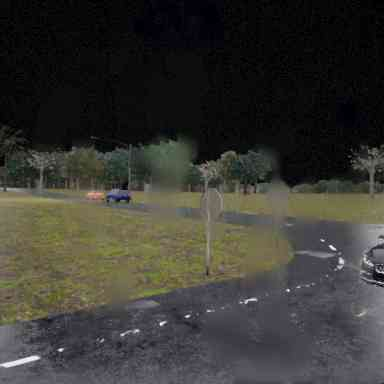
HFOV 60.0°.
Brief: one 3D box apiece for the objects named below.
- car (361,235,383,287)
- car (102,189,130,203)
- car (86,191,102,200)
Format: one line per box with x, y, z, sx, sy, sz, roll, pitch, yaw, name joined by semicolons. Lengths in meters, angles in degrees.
6.088;1.471;8.202;4.892;1.490;1.837;-1;1;-35;car
-11.407;0.584;51.105;2.150;2.045;5.566;2;0;-35;car
-17.401;0.514;59.554;2.097;1.767;4.553;2;0;-35;car
